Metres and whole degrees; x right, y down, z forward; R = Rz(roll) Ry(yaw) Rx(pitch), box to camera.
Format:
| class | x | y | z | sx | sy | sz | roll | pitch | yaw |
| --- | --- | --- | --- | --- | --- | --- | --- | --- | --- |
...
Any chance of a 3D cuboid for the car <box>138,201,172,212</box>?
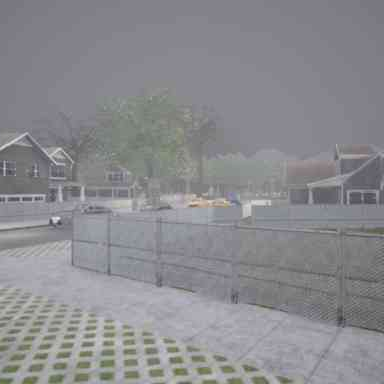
| class | x | y | z | sx | sy | sz | roll | pitch | yaw |
| --- | --- | --- | --- | --- | --- | --- | --- | --- | --- |
| car | -3.558 | 1.627 | 32.576 | 1.837 | 1.490 | 4.892 | 0 | 0 | 20 |

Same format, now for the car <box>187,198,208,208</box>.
| class | x | y | z | sx | sy | sz | roll | pitch | yaw |
| --- | --- | --- | --- | --- | --- | --- | --- | --- | --- |
| car | 0.793 | 1.577 | 44.937 | 1.882 | 1.535 | 5.008 | 0 | 0 | 18 |

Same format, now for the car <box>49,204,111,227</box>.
| class | x | y | z | sx | sy | sz | roll | pitch | yaw |
| --- | --- | --- | --- | --- | --- | --- | --- | --- | --- |
| car | -7.477 | 1.568 | 22.681 | 2.128 | 1.511 | 4.902 | 0 | 0 | 22 |

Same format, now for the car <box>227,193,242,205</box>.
| class | x | y | z | sx | sy | sz | roll | pitch | yaw |
| --- | --- | --- | --- | --- | --- | --- | --- | --- | --- |
| car | 6.995 | 1.247 | 55.668 | 2.150 | 2.045 | 5.566 | 0 | 0 | 15 |

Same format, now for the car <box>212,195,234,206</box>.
| class | x | y | z | sx | sy | sz | roll | pitch | yaw |
| --- | --- | --- | --- | --- | --- | --- | --- | --- | --- |
| car | 4.063 | 1.570 | 45.716 | 1.882 | 1.535 | 5.008 | 0 | 0 | 17 |
